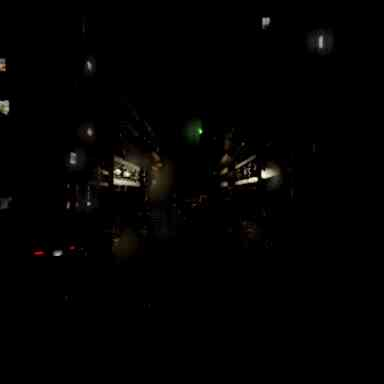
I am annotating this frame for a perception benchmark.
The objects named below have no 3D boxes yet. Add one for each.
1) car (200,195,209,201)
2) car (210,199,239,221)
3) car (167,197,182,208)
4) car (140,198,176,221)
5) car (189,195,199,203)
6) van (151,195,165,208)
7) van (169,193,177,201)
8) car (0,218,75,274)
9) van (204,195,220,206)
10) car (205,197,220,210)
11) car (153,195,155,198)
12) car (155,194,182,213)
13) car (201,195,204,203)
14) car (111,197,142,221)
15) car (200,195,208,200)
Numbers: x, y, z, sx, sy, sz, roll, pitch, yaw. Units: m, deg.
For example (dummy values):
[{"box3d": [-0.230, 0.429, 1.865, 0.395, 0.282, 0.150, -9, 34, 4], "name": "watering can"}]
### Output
[{"box3d": [3.088, 1.464, 82.653, 1.887, 1.381, 4.507, 0, 0, 0], "name": "car"}, {"box3d": [2.745, 1.546, 27.134, 1.947, 1.339, 4.313, 0, 0, 0], "name": "car"}, {"box3d": [-2.447, 1.495, 47.507, 1.812, 1.442, 4.674, 0, 0, 0], "name": "car"}, {"box3d": [-2.628, 1.493, 27.026, 1.837, 1.490, 4.892, 0, 0, 2], "name": "car"}, {"box3d": [0.423, 1.422, 66.954, 1.882, 1.535, 5.008, 0, 0, 0], "name": "car"}, {"box3d": [-4.998, 1.313, 49.390, 1.690, 1.788, 3.998, 0, 0, 0], "name": "van"}, {"box3d": [-4.791, 1.273, 82.701, 1.690, 1.788, 3.998, 0, 0, 0], "name": "van"}, {"box3d": [-5.689, 1.583, 10.731, 4.674, 1.442, 1.812, -1, -1, 35], "name": "car"}, {"box3d": [2.848, 1.306, 43.790, 1.690, 1.788, 3.998, 0, 0, 0], "name": "van"}, {"box3d": [2.814, 1.552, 38.238, 1.802, 1.307, 4.206, 0, 0, 0], "name": "car"}, {"box3d": [-5.032, 1.522, 43.838, 1.887, 1.381, 4.507, 0, 0, 0], "name": "car"}, {"box3d": [-2.585, 1.332, 37.250, 2.097, 1.767, 4.553, 0, 0, 1], "name": "car"}, {"box3d": [2.917, 1.393, 54.893, 1.967, 1.590, 4.097, 0, 0, 0], "name": "car"}, {"box3d": [-5.136, 1.307, 27.182, 2.192, 1.841, 5.009, 0, 0, 0], "name": "car"}, {"box3d": [3.123, 1.456, 88.205, 1.887, 1.381, 4.507, 0, 0, 0], "name": "car"}]
